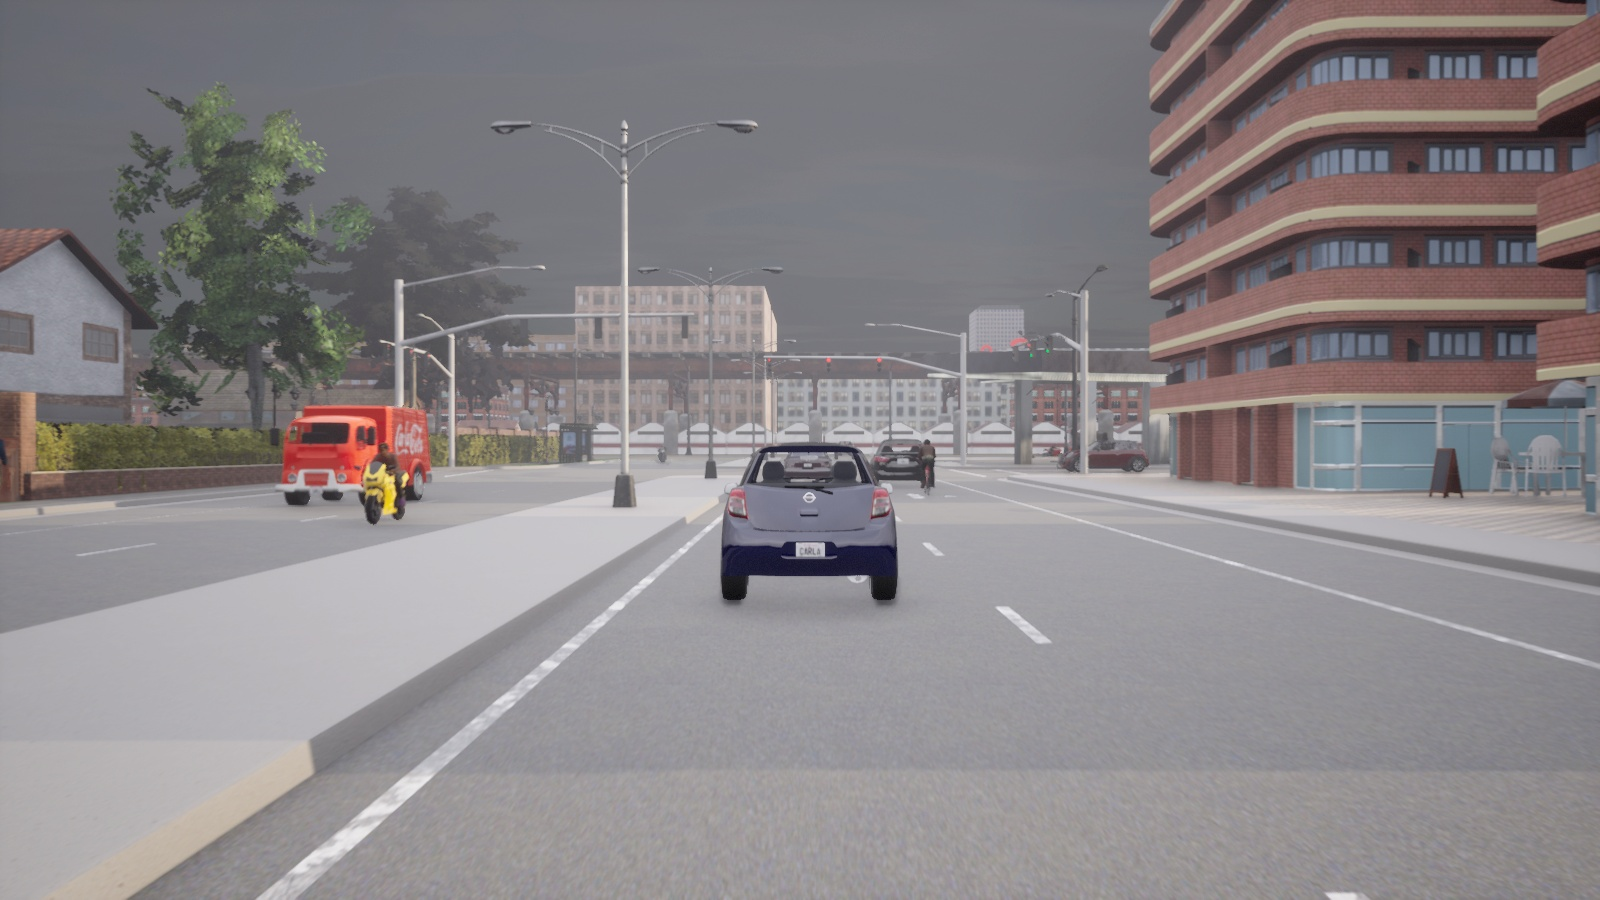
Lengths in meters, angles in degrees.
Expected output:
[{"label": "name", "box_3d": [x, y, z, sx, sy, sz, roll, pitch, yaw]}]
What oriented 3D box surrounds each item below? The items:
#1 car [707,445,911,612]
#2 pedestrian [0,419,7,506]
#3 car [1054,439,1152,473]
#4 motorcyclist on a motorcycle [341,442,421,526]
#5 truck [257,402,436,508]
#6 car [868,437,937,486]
[{"label": "car", "box_3d": [0.091, 0.697, 13.149, 1.845, 1.501, 3.633, 0, 0, 0]}, {"label": "pedestrian", "box_3d": [-17.100, 0.260, 26.520, 0.370, 1.835, 0.726, 0, 0, -12]}, {"label": "car", "box_3d": [15.739, 0.302, 65.449, 4.553, 1.767, 2.097, 0, 0, -1]}, {"label": "motorcyclist on a motorcycle", "box_3d": [-7.848, 0.608, 23.623, 0.797, 1.523, 2.044, 0, 0, 0]}, {"label": "truck", "box_3d": [-11.301, 0.097, 31.784, 2.627, 2.467, 5.204, 0, 0, 0]}, {"label": "car", "box_3d": [3.618, 0.376, 45.136, 2.242, 1.667, 4.611, 0, 0, 2]}]
